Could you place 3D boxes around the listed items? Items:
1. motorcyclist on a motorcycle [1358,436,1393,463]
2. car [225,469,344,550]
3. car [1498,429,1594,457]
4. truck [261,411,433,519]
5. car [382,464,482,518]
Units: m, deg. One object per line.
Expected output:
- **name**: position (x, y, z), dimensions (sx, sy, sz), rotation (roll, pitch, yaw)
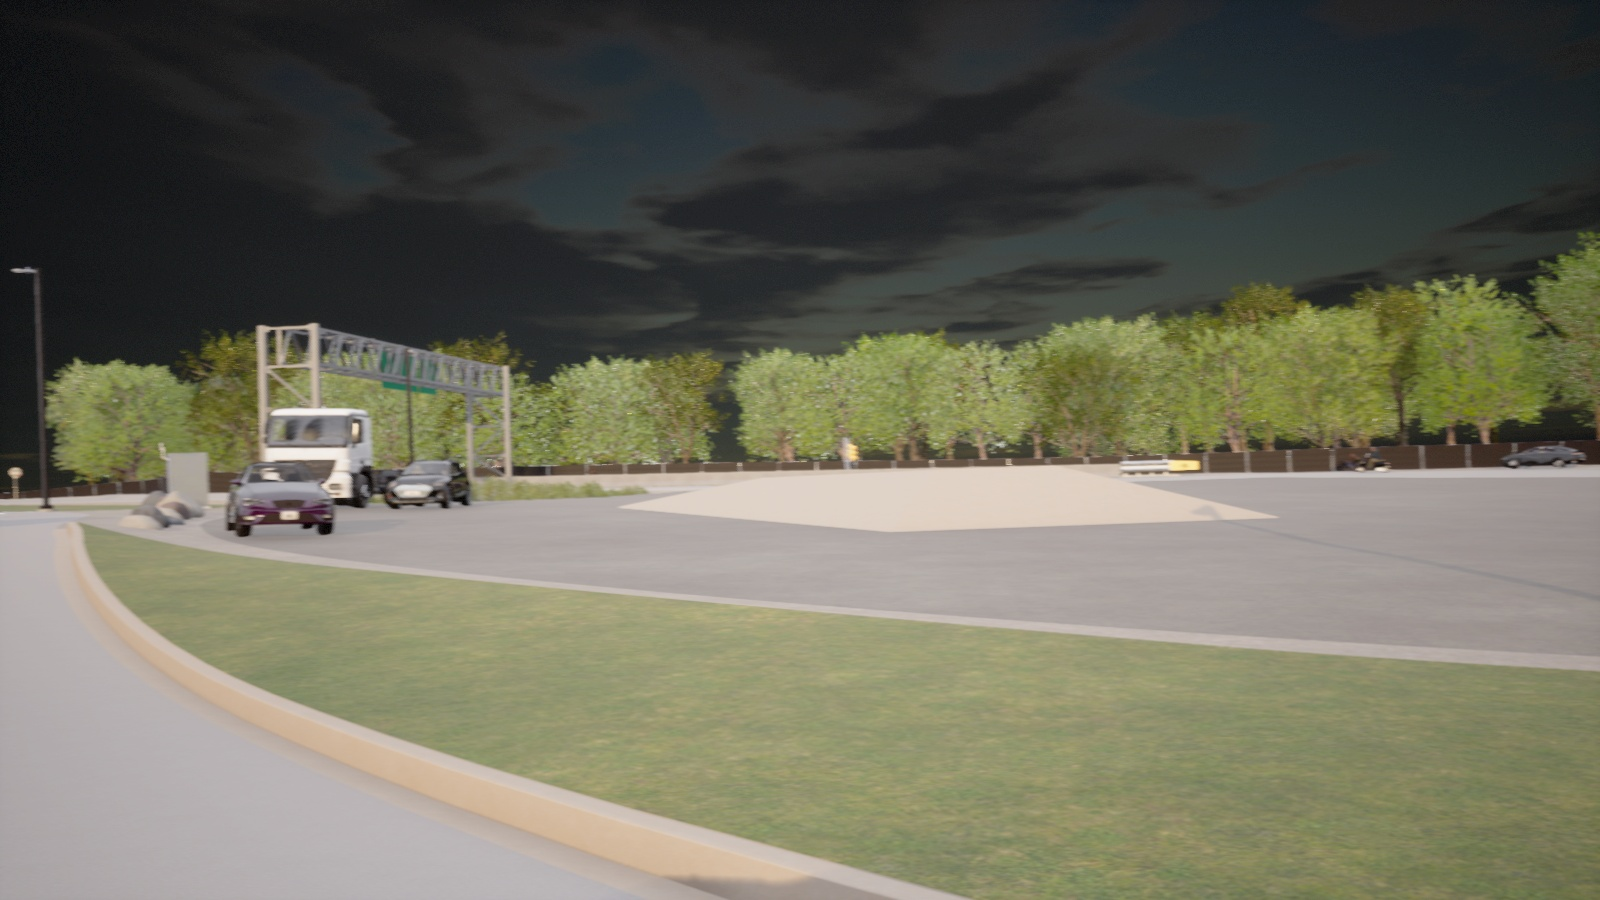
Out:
- **motorcyclist on a motorcycle**: position (34.716, -0.027, 75.727), dimensions (1.817, 1.590, 0.866), rotation (-2, 0, 25)
- **car**: position (-10.648, 1.167, 25.783), dimensions (1.816, 1.474, 4.193), rotation (-1, -1, -28)
- **car**: position (49.086, -0.443, 82.694), dimensions (2.128, 1.511, 4.902), rotation (-3, -1, -36)
- **truck**: position (-15.896, 0.581, 44.808), dimensions (2.891, 3.462, 7.936), rotation (-1, -1, 3)
- **car**: position (-12.208, 1.326, 42.005), dimensions (2.033, 1.649, 4.856), rotation (-2, -1, -2)
